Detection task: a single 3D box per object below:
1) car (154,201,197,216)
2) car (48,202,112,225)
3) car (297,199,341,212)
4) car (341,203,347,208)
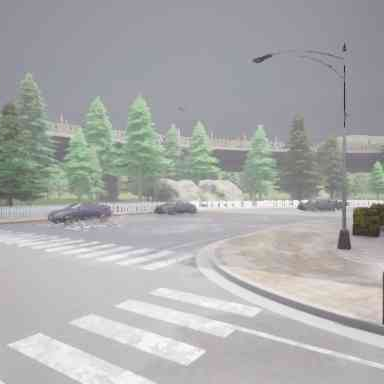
[{"bbox_3d":[-1.521,1.502,31.520,4.181,1.385,1.994,0,0,-43],"label":"car"},{"bbox_3d":[-7.927,1.465,23.910,1.812,1.442,4.674,0,0,38],"label":"car"},{"bbox_3d":[13.828,1.506,36.951,4.181,1.385,1.994,0,0,-16],"label":"car"},{"bbox_3d":[16.492,1.542,41.241,4.718,1.301,1.895,0,0,-9],"label":"car"}]
